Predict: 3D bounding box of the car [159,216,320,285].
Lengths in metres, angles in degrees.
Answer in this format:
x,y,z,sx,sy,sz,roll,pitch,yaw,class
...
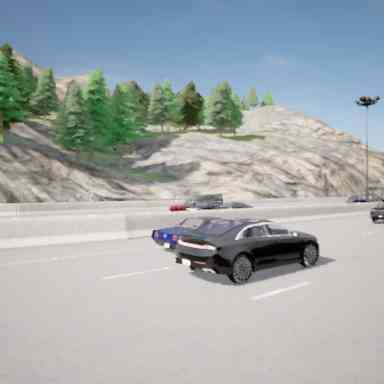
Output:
x,y,z,sx,sy,sz,roll,pitch,yaw,class
1.775,1.509,9.626,4.902,1.511,2.128,0,0,-38,car

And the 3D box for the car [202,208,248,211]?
x,y,z,sx,sy,sz,roll,pitch,yaw,class
3.466,1.579,29.182,4.674,1.442,1.812,0,0,-39,car

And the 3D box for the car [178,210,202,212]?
x,y,z,sx,sy,sz,roll,pitch,yaw,class
1.519,1.553,32.113,4.902,1.511,2.128,0,0,-39,car

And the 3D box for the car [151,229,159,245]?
x,y,z,sx,sy,sz,roll,pitch,yaw,class
0.844,1.626,13.303,4.718,1.301,1.895,0,0,-38,car

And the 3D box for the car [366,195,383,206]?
x,y,z,sx,sy,sz,roll,pitch,yaw,class
31.957,1.436,57.065,4.553,1.767,2.097,0,0,-39,car

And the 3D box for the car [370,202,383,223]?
x,y,z,sx,sy,sz,roll,pitch,yaw,class
15.142,1.527,24.942,4.902,1.511,2.128,0,0,-39,car
